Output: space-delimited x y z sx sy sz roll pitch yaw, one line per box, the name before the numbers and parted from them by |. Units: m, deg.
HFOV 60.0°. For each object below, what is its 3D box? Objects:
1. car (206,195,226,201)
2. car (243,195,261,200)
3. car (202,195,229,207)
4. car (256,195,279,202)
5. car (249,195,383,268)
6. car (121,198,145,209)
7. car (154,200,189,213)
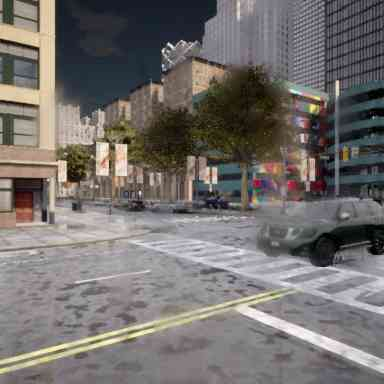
car | 5.770 1.413 79.449 2.161 1.482 4.786 0 0 -36
car | 15.425 1.463 85.892 1.895 1.301 4.718 0 0 -36
car | 3.383 1.352 49.841 2.097 1.767 4.553 0 0 -36
car | 16.242 1.320 71.960 2.002 1.452 4.674 0 0 -36
car | 4.794 1.221 11.704 5.566 2.045 2.150 0 0 -35
car | -8.152 1.564 45.860 1.994 1.385 4.181 0 0 -37
car | -2.350 1.601 37.770 1.895 1.301 4.718 0 0 -36
